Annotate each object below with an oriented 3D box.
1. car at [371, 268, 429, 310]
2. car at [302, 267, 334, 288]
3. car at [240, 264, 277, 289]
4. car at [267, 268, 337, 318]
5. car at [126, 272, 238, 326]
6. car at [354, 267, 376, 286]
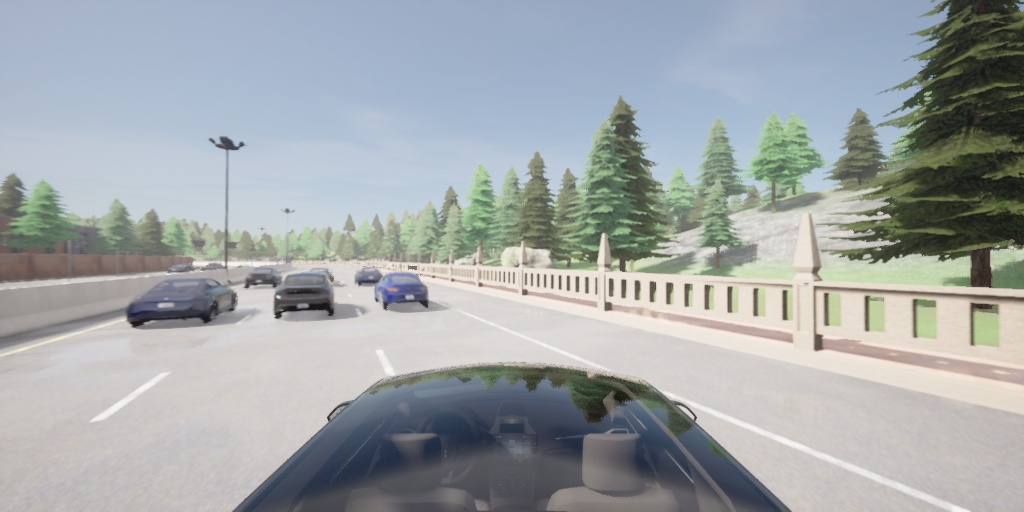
[{"bbox_3d":[-4.922,1.424,15.779,1.812,1.442,4.674,0,0,-26],"label":"car"},{"bbox_3d":[-14.585,1.578,27.172,1.994,1.385,4.181,0,-1,-26],"label":"car"},{"bbox_3d":[-17.919,1.523,26.018,1.812,1.442,4.674,0,0,-26],"label":"car"},{"bbox_3d":[-7.871,1.382,13.849,1.837,1.490,4.892,0,0,-26],"label":"car"},{"bbox_3d":[-10.983,1.419,12.255,1.994,1.385,4.181,0,-1,-27],"label":"car"},{"bbox_3d":[-11.507,1.600,28.848,1.994,1.385,4.181,0,-1,-27],"label":"car"}]
